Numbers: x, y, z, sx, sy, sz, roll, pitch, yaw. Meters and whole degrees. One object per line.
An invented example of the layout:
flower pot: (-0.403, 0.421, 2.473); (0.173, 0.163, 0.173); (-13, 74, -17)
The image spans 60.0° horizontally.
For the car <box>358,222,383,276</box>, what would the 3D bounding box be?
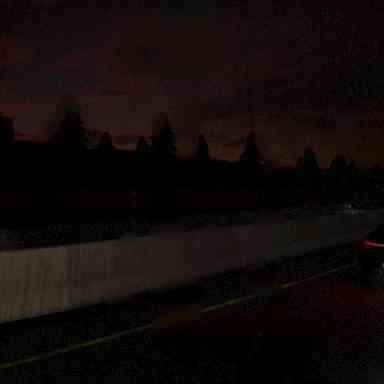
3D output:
car: (6.335, 1.468, 9.211); (4.902, 1.511, 2.128); (0, 0, -41)

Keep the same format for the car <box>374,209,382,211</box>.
car: (19.694, 1.425, 33.990); (1.837, 1.490, 4.892); (0, 0, 41)
